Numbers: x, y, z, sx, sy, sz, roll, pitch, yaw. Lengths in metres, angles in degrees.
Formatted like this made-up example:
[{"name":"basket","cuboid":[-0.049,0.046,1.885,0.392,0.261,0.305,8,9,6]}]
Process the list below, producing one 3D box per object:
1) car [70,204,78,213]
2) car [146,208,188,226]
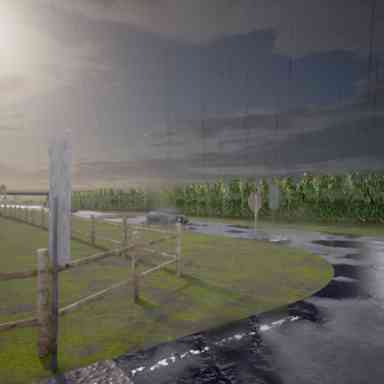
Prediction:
[{"name":"car","cuboid":[-19.131,2.541,51.395,1.994,1.385,4.181,1,-2,-35]},{"name":"car","cuboid":[-2.107,1.986,27.132,1.994,1.385,4.181,1,-2,-35]}]
